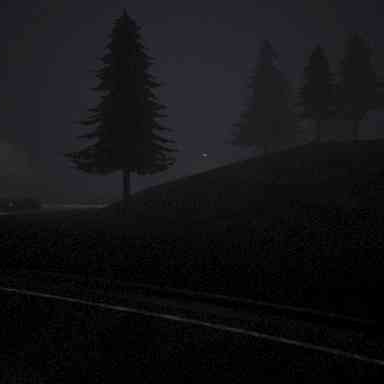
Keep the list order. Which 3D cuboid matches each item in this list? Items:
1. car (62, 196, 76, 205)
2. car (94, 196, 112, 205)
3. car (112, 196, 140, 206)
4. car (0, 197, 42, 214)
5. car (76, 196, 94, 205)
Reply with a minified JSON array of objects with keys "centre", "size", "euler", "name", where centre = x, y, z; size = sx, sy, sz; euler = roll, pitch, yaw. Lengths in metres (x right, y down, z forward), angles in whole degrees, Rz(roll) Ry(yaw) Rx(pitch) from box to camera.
[{"centre":[-20.789,1.477,58.934],"size":[1.882,1.535,5.008],"euler":[0,0,22],"name":"car"},{"centre":[-13.992,1.507,57.058],"size":[1.837,1.490,4.892],"euler":[0,-1,22],"name":"car"},{"centre":[-10.655,1.493,55.970],"size":[2.128,1.511,4.902],"euler":[0,0,22],"name":"car"},{"centre":[-18.695,1.353,36.105],"size":[2.097,1.767,4.553],"euler":[0,0,22],"name":"car"},{"centre":[-17.337,1.477,58.127],"size":[1.882,1.535,5.008],"euler":[0,0,22],"name":"car"}]
